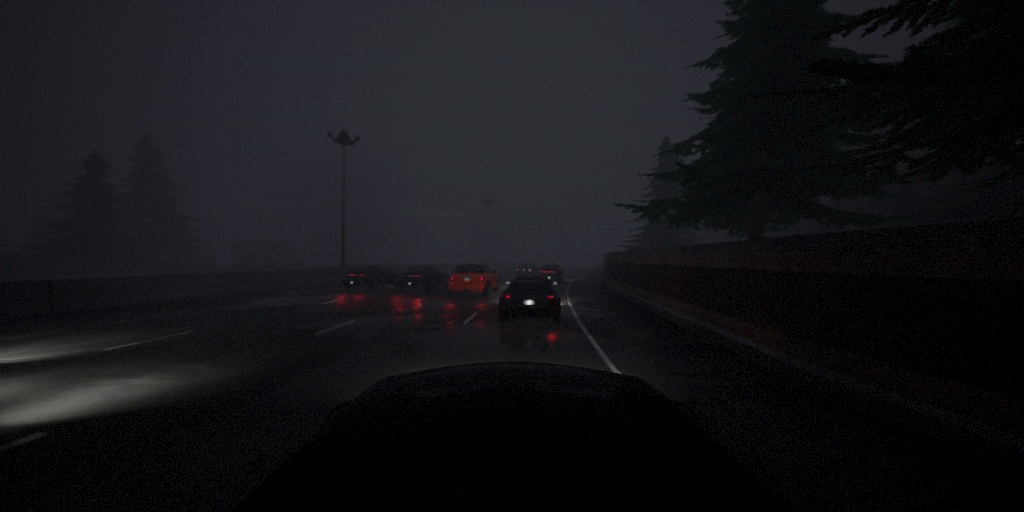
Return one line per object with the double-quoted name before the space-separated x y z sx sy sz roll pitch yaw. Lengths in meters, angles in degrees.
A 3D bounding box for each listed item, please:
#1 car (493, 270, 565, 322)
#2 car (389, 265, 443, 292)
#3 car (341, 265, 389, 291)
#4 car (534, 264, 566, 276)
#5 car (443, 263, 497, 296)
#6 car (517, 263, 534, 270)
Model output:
"car" 0.678 1.370 12.688 1.994 1.385 4.181 0 0 5
"car" -5.262 1.321 22.058 2.128 1.511 4.902 0 0 8
"car" -8.698 1.311 22.660 2.128 1.511 4.902 0 0 9
"car" 3.334 1.406 29.961 1.837 1.490 4.892 0 0 12
"car" -2.001 1.183 20.028 2.097 1.767 4.553 0 0 7
"car" 1.852 1.485 38.397 2.033 1.411 5.357 0 0 16
